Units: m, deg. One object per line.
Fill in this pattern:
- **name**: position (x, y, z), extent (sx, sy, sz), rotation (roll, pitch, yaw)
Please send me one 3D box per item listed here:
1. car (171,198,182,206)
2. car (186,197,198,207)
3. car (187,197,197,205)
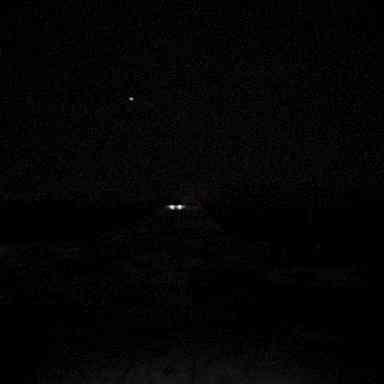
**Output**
- **car**: position (-2.757, 1.799, 60.374), extent (1.994, 1.385, 4.181), rotation (0, 0, 0)
- **car**: position (-0.006, 1.712, 55.343), extent (2.128, 1.511, 4.902), rotation (0, 0, 0)
- **car**: position (-0.007, 1.791, 65.382), extent (1.812, 1.442, 4.674), rotation (0, 0, 0)
